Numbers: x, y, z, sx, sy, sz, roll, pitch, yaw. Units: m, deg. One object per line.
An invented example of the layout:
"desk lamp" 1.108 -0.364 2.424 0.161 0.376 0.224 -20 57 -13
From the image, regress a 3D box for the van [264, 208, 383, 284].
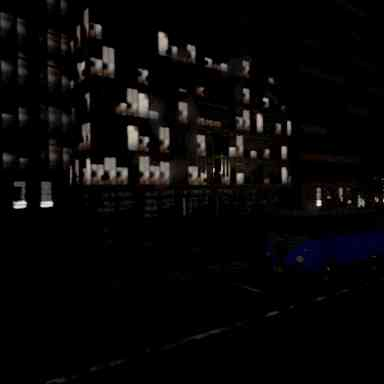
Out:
"van" 3.776 1.354 9.264 3.998 1.788 1.690 0 -1 -35
